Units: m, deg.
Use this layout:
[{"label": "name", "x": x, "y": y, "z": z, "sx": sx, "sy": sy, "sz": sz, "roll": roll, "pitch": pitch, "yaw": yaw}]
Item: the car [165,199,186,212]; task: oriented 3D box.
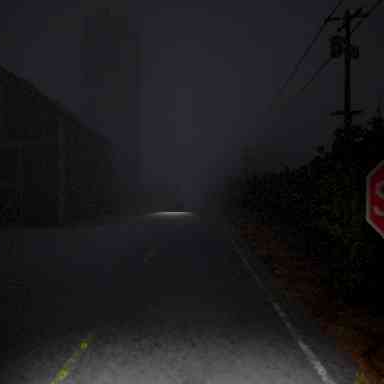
[{"label": "car", "x": -1.807, "y": 1.437, "z": 36.972, "sx": 1.994, "sy": 1.385, "sz": 4.181, "roll": 0, "pitch": 0, "yaw": 4}]
